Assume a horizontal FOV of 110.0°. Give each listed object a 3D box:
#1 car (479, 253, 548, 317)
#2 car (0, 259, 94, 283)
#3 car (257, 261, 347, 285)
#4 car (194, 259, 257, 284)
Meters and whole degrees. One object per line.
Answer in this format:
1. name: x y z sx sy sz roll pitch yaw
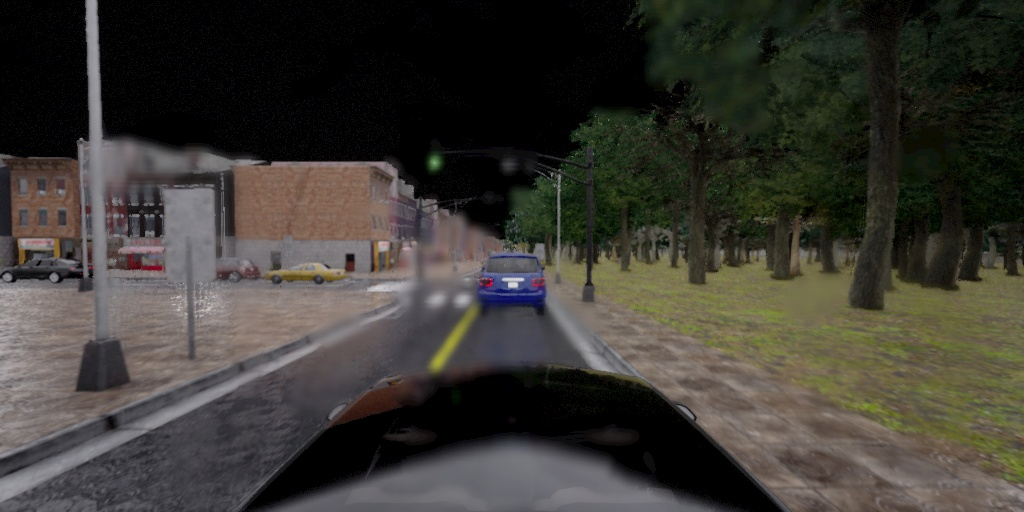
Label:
1. car: 0.048 0.937 13.058 2.150 2.045 5.566 0 0 0
2. car: -29.779 0.916 23.119 4.892 1.490 1.837 0 2 0
3. car: -13.265 1.040 23.125 4.829 1.417 1.751 0 0 0
4. car: -18.636 0.921 23.093 4.097 1.591 1.967 0 0 0
